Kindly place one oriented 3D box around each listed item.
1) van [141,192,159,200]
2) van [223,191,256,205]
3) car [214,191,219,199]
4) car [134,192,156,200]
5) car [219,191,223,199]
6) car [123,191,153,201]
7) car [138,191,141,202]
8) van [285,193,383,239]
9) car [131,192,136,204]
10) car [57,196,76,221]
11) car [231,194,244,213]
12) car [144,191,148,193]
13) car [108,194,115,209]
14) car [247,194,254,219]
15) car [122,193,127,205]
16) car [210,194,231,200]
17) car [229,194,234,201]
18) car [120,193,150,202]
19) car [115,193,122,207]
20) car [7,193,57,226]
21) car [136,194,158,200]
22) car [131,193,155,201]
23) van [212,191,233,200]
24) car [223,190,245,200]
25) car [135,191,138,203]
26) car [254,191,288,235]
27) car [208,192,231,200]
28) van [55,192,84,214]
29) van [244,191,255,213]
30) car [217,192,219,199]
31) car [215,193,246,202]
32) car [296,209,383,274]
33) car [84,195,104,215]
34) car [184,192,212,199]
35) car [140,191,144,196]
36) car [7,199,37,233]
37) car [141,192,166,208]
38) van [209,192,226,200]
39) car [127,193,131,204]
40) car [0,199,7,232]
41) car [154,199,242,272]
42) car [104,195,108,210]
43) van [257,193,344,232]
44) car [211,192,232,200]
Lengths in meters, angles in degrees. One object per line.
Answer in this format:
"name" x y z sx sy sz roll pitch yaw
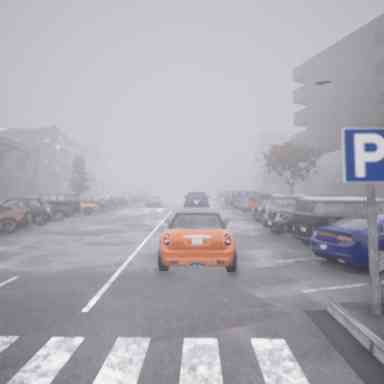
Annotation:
"van" -10.738 0.996 84.850 4.442 1.987 1.878 -1 -1 -19
"van" 6.963 0.851 49.230 4.442 1.987 1.878 1 0 -20
"car" 6.691 1.049 52.123 5.366 1.575 1.946 1 0 -20
"car" -10.712 0.972 76.092 4.553 1.767 2.185 -1 0 -19
"car" 6.854 0.876 43.208 5.566 2.045 2.435 1 0 -20
"car" -10.865 0.781 67.270 5.566 2.045 2.435 -1 0 -19
"car" -10.948 1.077 52.621 4.674 1.452 2.002 -1 0 -20
"van" 6.253 1.170 13.189 4.442 1.987 1.878 1 0 -18
"car" -10.964 1.078 46.746 5.008 1.535 2.097 -1 1 -20
"car" -10.989 1.278 23.254 5.008 1.535 2.097 -1 0 -20
"car" 6.650 1.235 31.158 4.892 1.521 2.231 1 1 -19
"car" -10.901 1.016 58.484 5.008 1.535 2.097 -1 0 -20
"car" -10.967 1.207 35.014 4.792 1.488 2.163 -1 0 -20
"car" 6.377 1.188 22.139 4.553 1.767 2.185 1 0 -18
"car" -10.983 1.129 40.876 4.892 1.521 2.231 -1 1 -20
"car" 7.220 1.256 85.113 4.792 1.488 2.163 1 -1 -19
"car" 6.730 1.237 34.178 4.792 1.488 2.163 1 0 -19
"car" -11.036 1.018 64.290 5.366 1.575 1.946 -1 0 -19
"car" -11.001 1.153 37.942 5.008 1.535 2.097 -1 0 -20
"car" -10.943 1.177 20.309 4.553 1.767 2.185 -1 1 -20
"car" -10.678 1.163 79.033 4.792 1.488 2.163 -1 -1 -19
"car" -10.769 1.072 73.153 4.892 1.521 2.231 -1 0 -19
"van" 6.968 0.875 76.082 4.442 1.987 1.878 1 0 -19
"car" 6.788 0.930 37.190 5.566 2.045 2.435 1 0 -19
"car" -10.930 0.930 49.686 4.553 1.767 2.185 -1 1 -20
"car" 6.206 1.116 16.133 5.566 2.045 2.435 1 1 -18
"car" 7.218 1.028 88.081 5.566 2.045 2.435 1 -1 -19
"van" -11.102 1.029 26.153 4.442 1.987 1.878 -1 1 -20
"van" 6.603 1.063 25.189 4.442 1.987 1.878 1 0 -18
"car" 6.664 1.096 46.130 5.366 1.575 1.946 1 1 -20
"car" 7.100 1.025 61.224 5.366 1.575 1.946 1 0 -19
"car" 6.047 1.420 10.155 5.008 1.535 2.097 1 0 -18
"car" -10.818 1.222 29.197 5.366 1.575 1.946 -1 0 -20
"car" 0.423 0.963 30.626 2.150 2.045 5.566 0 1 1
"car" -10.898 0.898 55.552 4.553 1.767 2.185 -1 1 -20
"car" -10.987 1.358 17.341 4.792 1.488 2.163 -1 1 -20
"car" -4.660 1.156 41.106 1.837 1.490 4.892 0 1 0
"van" 7.221 1.180 94.043 4.442 1.987 1.878 1 -2 -19
"car" -10.972 1.104 43.809 4.892 1.521 2.231 -1 1 -20
"car" -10.920 1.227 14.409 4.553 1.767 2.185 -1 1 -20
"car" 0.167 1.267 10.613 2.097 1.767 4.553 0 0 1
"car" -11.004 1.203 32.069 5.008 1.535 2.097 -1 0 -20
"van" 6.211 1.114 19.104 4.442 1.987 1.878 1 1 -18
"car" 7.081 1.013 79.112 4.553 1.767 2.185 1 -1 -19
